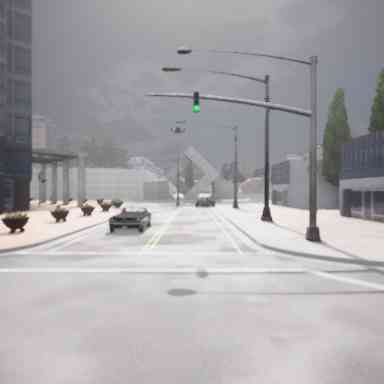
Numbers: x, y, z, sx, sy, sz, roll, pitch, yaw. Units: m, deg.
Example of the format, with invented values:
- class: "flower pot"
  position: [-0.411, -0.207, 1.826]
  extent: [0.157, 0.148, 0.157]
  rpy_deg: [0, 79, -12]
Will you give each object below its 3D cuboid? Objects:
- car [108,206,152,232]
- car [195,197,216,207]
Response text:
- class: "car"
  position: [-3.544, 1.546, 19.728]
  extent: [1.895, 1.301, 4.718]
  rpy_deg: [0, 0, 0]
- class: "car"
  position: [2.032, 1.484, 48.439]
  extent: [1.994, 1.385, 4.181]
  rpy_deg: [0, 0, 22]
